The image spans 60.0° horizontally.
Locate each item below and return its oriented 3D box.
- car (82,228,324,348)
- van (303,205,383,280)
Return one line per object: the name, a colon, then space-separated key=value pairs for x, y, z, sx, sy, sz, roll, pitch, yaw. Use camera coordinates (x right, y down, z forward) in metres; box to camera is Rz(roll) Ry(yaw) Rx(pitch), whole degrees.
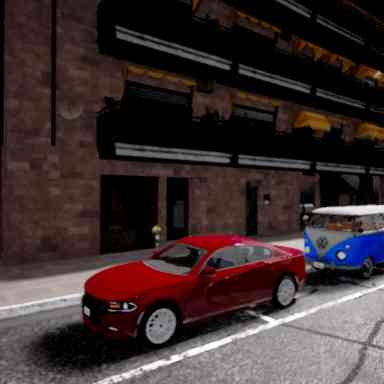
car: x=0.267 y=1.530 z=6.278 sx=4.507 sy=1.381 sz=1.887 roll=0 pitch=1 yaw=-35
van: x=4.900 y=1.305 z=9.576 sx=3.998 sy=1.788 sz=1.690 roll=0 pitch=1 yaw=-35
